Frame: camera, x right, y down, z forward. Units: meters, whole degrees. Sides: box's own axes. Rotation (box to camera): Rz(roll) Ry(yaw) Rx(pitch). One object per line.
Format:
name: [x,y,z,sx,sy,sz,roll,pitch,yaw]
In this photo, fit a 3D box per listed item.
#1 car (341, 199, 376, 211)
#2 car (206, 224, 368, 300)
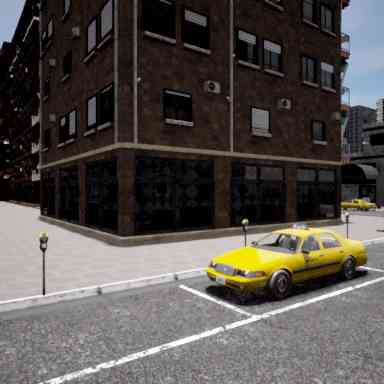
car: [19.235,1.469,39.617,1.752,1.417,4.829,0,0,-35]
car: [2.562,1.525,8.395,4.829,1.417,1.752,0,0,-36]
